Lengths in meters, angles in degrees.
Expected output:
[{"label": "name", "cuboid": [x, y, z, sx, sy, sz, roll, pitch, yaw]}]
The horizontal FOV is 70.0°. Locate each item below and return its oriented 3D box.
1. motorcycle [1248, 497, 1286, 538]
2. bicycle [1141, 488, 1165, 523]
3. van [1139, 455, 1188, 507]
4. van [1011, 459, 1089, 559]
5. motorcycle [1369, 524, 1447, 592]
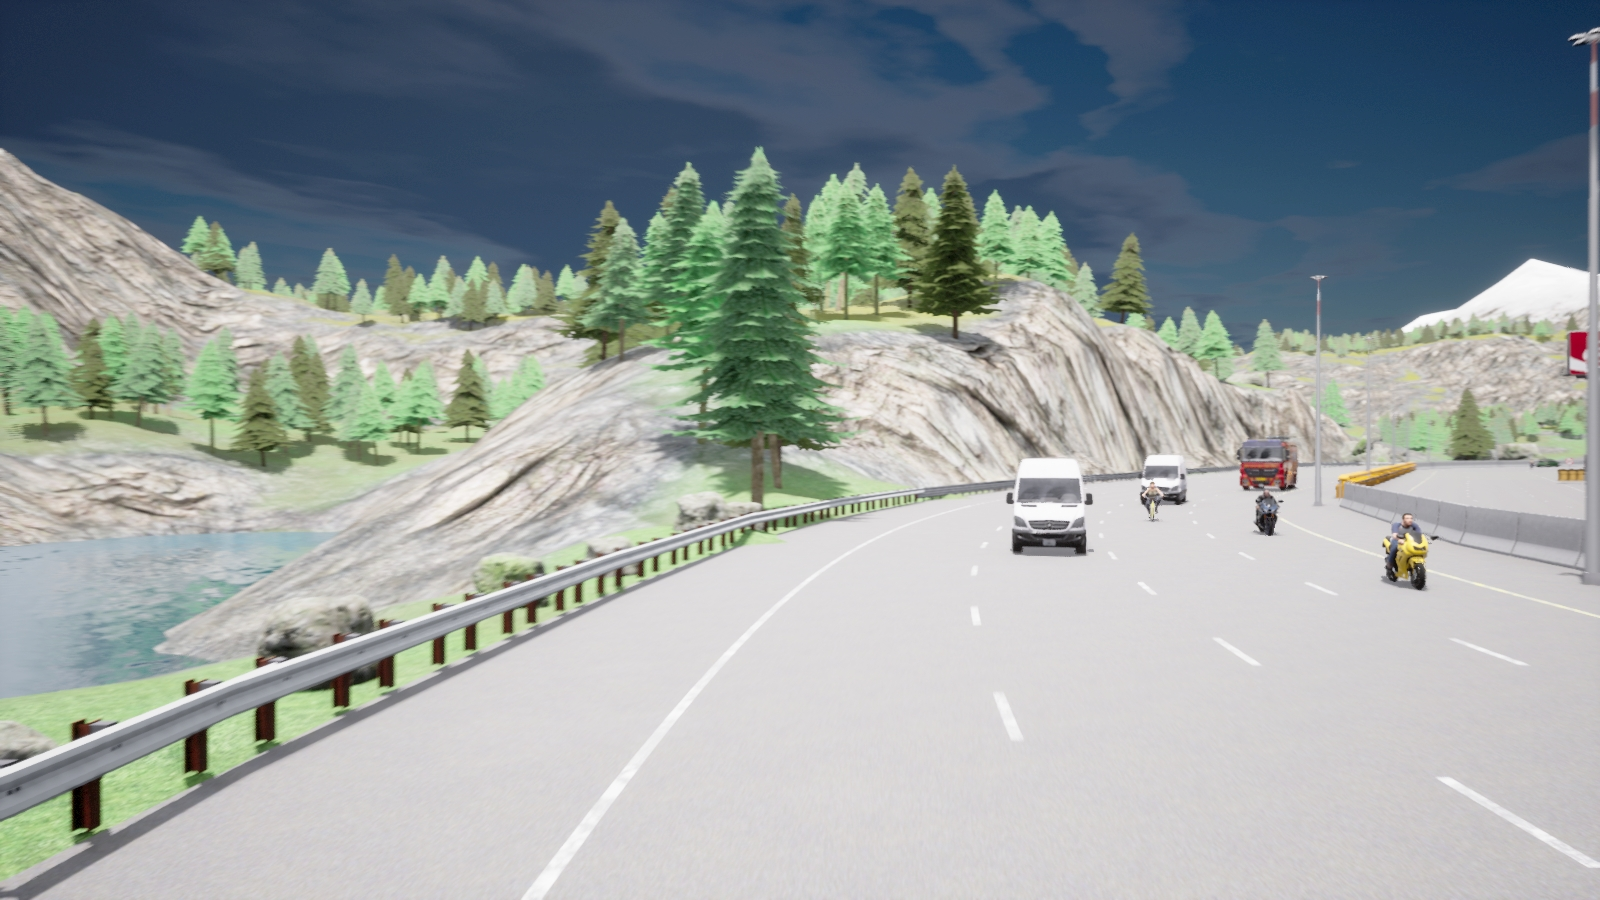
[{"label": "motorcycle", "cuboid": [15.618, 2.235, 38.269, 0.867, 1.251, 2.209, 0, 0, 15]}, {"label": "bicycle", "cuboid": [13.816, 2.175, 44.755, 0.859, 1.295, 1.487, 0, 0, 16]}, {"label": "van", "cuboid": [19.357, 1.570, 60.660, 1.988, 2.561, 5.915, 0, 0, 23]}, {"label": "van", "cuboid": [7.161, 1.548, 32.788, 1.988, 2.561, 5.915, 0, 0, 12]}, {"label": "motorcycle", "cuboid": [12.550, 2.201, 23.656, 0.803, 1.217, 2.033, 0, 0, 9]}]
